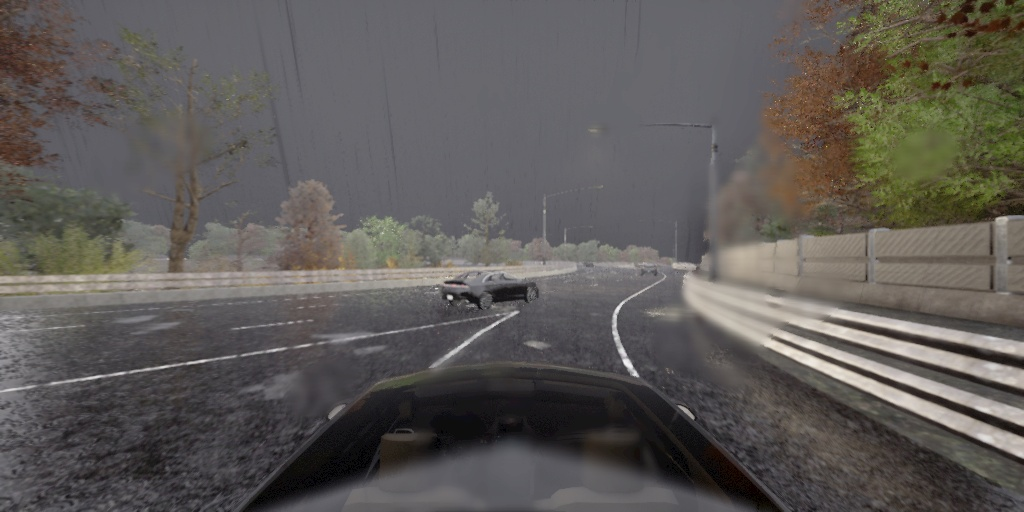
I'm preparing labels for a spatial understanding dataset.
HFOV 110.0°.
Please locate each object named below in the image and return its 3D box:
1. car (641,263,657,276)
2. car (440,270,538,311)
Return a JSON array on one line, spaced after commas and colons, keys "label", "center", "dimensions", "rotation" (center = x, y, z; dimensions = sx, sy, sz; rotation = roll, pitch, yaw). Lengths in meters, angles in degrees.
[{"label": "car", "center": [17.788, 1.712, 46.471], "dimensions": [2.128, 1.511, 4.902], "rotation": [0, 0, 21]}, {"label": "car", "center": [-0.782, 1.354, 15.254], "dimensions": [2.128, 1.511, 4.902], "rotation": [0, -1, 40]}]
